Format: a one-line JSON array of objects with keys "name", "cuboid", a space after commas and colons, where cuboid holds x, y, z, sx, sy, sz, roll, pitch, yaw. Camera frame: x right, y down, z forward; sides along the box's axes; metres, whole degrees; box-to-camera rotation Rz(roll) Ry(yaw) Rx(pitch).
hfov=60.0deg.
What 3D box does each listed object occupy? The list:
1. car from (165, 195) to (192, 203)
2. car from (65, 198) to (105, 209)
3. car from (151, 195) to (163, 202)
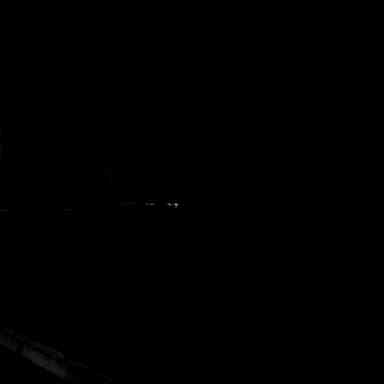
[{"name": "car", "cuboid": [-2.029, 1.250, 60.177, 1.837, 1.490, 4.892, 0, 1, 37]}, {"name": "car", "cuboid": [-14.323, 1.518, 44.924, 2.033, 1.411, 5.357, 0, 0, 39]}, {"name": "car", "cuboid": [-5.953, 1.300, 60.866, 2.033, 1.411, 5.357, 0, 1, 38]}]
